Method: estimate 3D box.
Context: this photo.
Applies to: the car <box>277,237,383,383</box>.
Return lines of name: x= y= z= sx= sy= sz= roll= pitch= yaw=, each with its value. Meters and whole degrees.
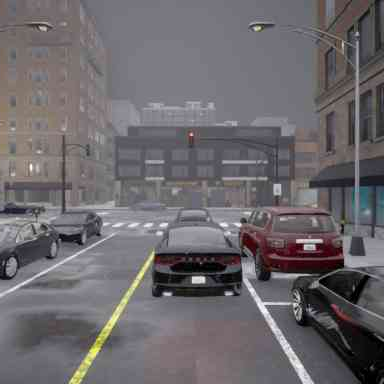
car: x=2.631 y=1.566 z=4.153 sx=1.947 sy=1.339 sz=4.313 roll=0 pitch=0 yaw=0

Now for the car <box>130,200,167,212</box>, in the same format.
car: x=-4.969 y=1.548 z=37.719 sx=4.181 sy=1.385 sz=1.994 roll=0 pitch=0 yaw=0

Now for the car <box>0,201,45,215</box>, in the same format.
car: x=-16.207 y=1.531 z=30.951 sx=4.718 sy=1.301 sz=1.895 roll=0 pitch=0 yaw=0

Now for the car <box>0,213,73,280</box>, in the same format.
car: x=-5.402 y=1.551 z=9.804 sx=2.008 sy=1.369 sz=4.403 roll=0 pitch=0 yaw=0

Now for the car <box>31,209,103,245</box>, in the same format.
car: x=-5.409 y=1.566 z=15.467 sx=1.947 sy=1.339 sz=4.313 roll=0 pitch=0 yaw=0

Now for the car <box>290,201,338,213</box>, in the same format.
car: x=13.816 y=1.679 z=37.827 sx=4.718 sy=1.301 sz=1.895 roll=0 pitch=0 yaw=0

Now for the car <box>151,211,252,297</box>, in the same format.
car: x=0.062 y=1.478 z=8.634 sx=1.882 sy=1.535 sz=5.008 roll=0 pitch=0 yaw=-1

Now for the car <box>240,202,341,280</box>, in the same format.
car: x=2.623 y=1.315 z=9.815 sx=2.192 sy=1.841 sz=5.009 roll=0 pitch=0 yaw=0

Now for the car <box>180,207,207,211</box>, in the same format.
car: x=0.059 y=1.505 z=16.137 sx=1.837 sy=1.490 sz=4.892 roll=0 pitch=0 yaw=0
